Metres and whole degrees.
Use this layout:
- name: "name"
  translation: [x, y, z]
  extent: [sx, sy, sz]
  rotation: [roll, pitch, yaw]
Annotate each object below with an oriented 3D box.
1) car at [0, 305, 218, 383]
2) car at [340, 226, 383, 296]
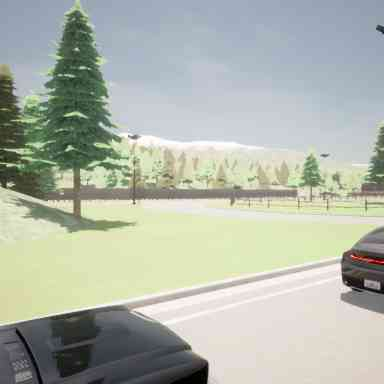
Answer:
- name: "car"
  translation: [-2.105, 1.601, 2.248]
  extent: [4.718, 1.301, 1.895]
  rotation: [0, 0, -35]
- name: "car"
  translation: [5.393, 1.505, 7.688]
  extent: [4.892, 1.490, 1.837]
  rotation: [0, 0, -35]
